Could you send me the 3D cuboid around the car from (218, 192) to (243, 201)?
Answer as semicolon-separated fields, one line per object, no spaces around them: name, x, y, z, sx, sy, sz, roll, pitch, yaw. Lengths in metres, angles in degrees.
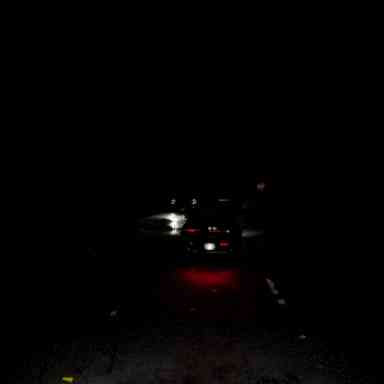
car;3.133;0.770;27.550;2.128;1.511;4.902;0;2;12

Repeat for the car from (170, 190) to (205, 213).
car;-0.251;0.663;26.743;2.097;1.767;4.553;0;2;12

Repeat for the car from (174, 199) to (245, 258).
car;0.739;1.197;11.547;1.837;1.490;4.892;0;1;6
